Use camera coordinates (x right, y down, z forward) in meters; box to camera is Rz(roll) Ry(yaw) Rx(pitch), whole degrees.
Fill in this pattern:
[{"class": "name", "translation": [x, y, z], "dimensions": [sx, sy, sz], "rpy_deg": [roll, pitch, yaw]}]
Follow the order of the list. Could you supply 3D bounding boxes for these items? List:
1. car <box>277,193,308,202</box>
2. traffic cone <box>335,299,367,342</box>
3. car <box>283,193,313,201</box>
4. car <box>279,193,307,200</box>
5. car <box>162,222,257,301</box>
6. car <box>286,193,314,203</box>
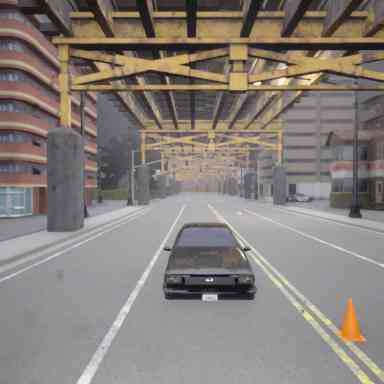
[{"class": "car", "translation": [17.807, 0.957, 59.020], "dimensions": [4.974, 1.542, 2.038], "rpy_deg": [0, 1, 25]}, {"class": "traffic cone", "translation": [2.453, 1.949, 5.141], "dimensions": [0.340, 0.580, 0.340], "rpy_deg": [0, 0, 0]}, {"class": "car", "translation": [17.508, 0.847, 54.880], "dimensions": [4.536, 1.218, 1.853], "rpy_deg": [0, 1, -20]}, {"class": "car", "translation": [17.854, 0.800, 58.997], "dimensions": [4.536, 1.218, 1.853], "rpy_deg": [0, 1, 25]}, {"class": "car", "translation": [0.361, 1.533, 8.748], "dimensions": [2.033, 1.411, 5.357], "rpy_deg": [0, 0, 1]}, {"class": "car", "translation": [17.459, 1.004, 54.864], "dimensions": [4.974, 1.542, 2.038], "rpy_deg": [0, 1, -20]}]
